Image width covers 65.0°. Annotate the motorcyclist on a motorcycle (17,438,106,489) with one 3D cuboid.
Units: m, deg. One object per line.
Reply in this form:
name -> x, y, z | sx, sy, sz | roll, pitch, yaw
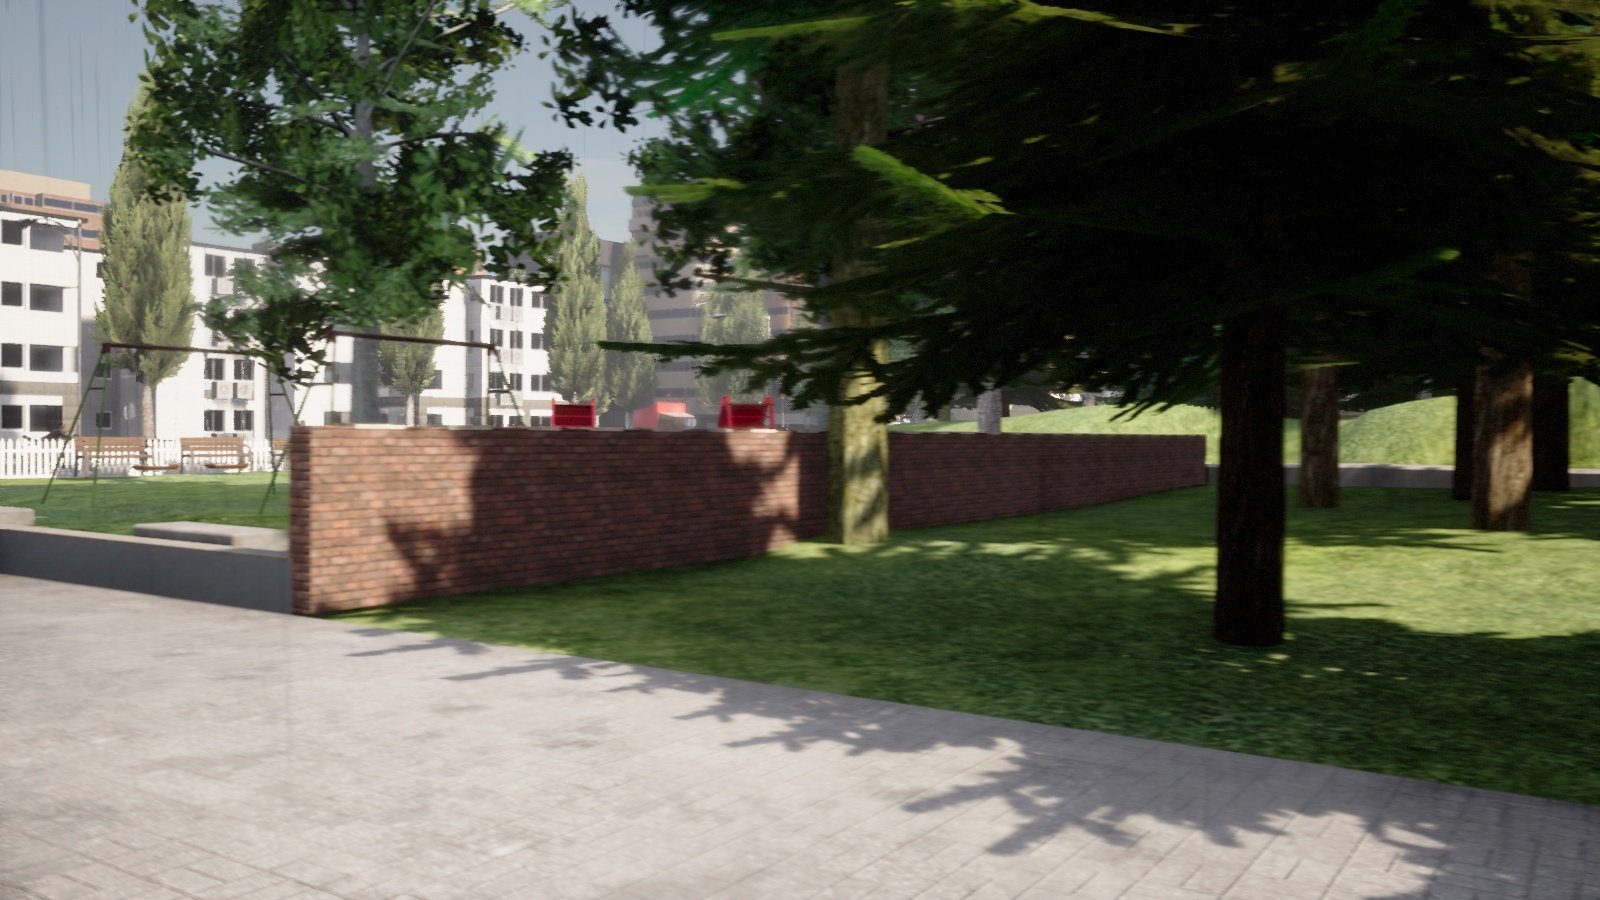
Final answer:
motorcyclist on a motorcycle -> -22.910, 0.408, 38.991 | 0.866, 1.530, 2.191 | 0, 1, 34
